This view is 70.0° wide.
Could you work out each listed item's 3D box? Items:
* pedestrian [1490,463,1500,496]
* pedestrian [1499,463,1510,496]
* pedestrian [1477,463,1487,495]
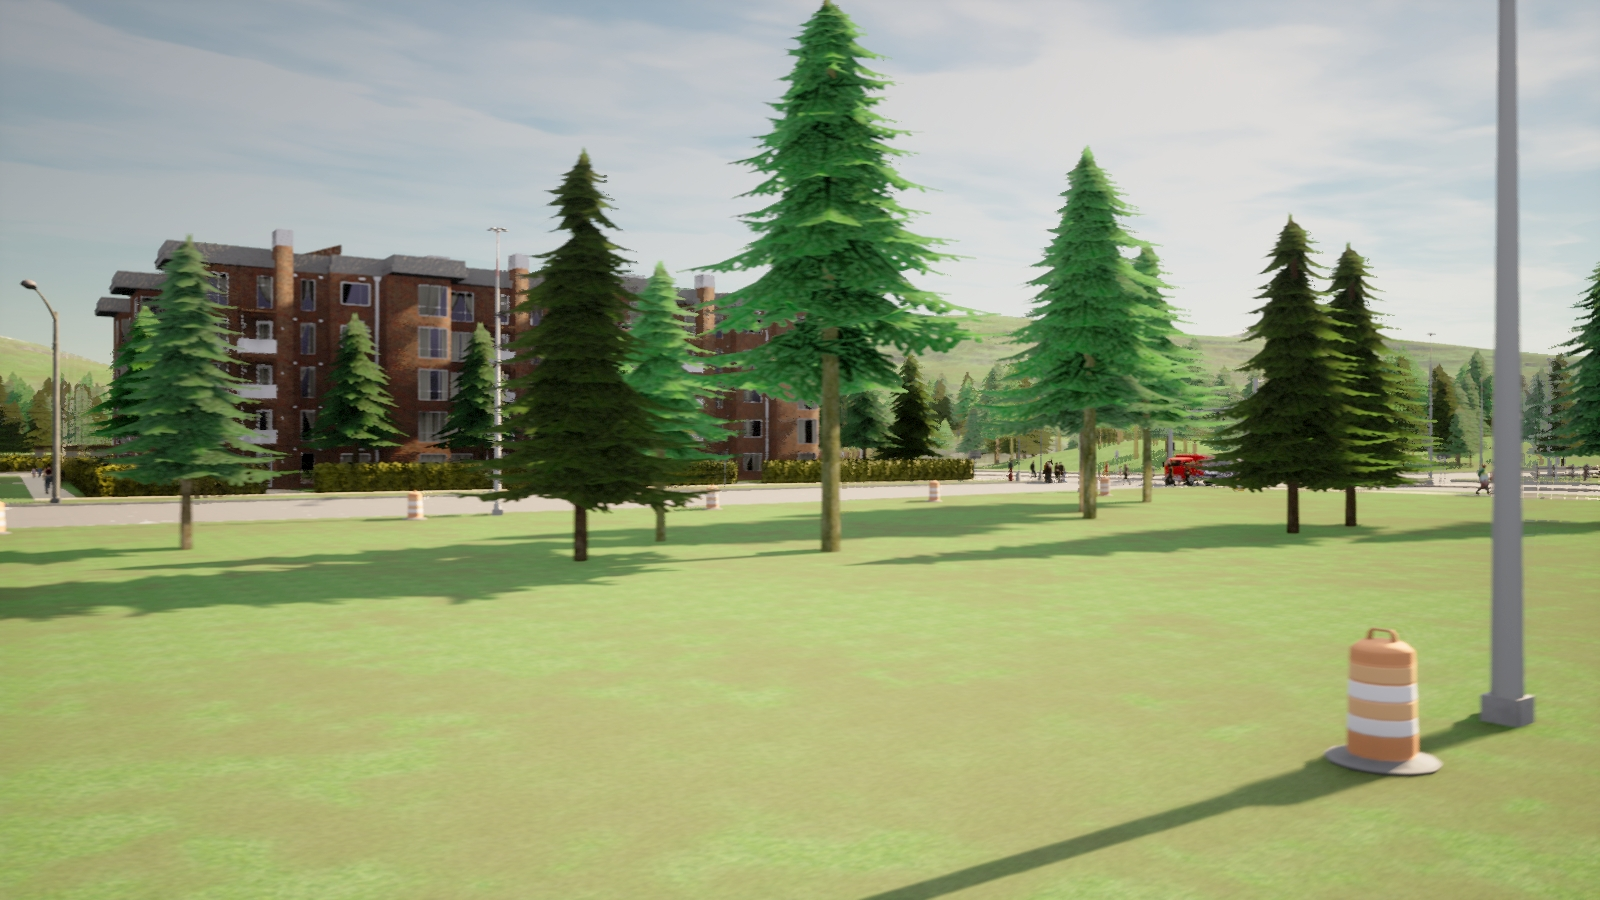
[{"bbox_3d":[40.050,1.696,65.869,0.375,1.860,0.375,0,0,-30],"label":"pedestrian"},{"bbox_3d":[40.707,1.696,66.026,0.375,1.860,0.375,0,0,-29],"label":"pedestrian"},{"bbox_3d":[40.082,1.697,67.175,0.375,1.860,0.375,0,0,-29],"label":"pedestrian"}]
